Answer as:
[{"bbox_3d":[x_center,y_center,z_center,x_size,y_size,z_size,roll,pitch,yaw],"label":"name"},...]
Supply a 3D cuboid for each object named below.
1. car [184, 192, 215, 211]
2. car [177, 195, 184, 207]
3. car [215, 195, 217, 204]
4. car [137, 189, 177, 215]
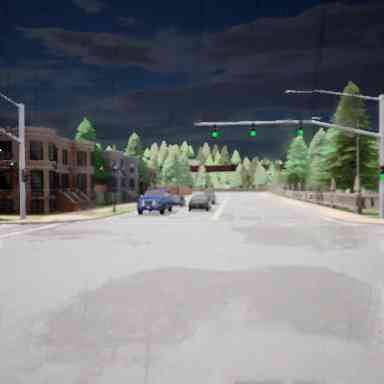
[{"bbox_3d":[0.824,0.981,32.034,1.882,1.535,5.008,0,1,8],"label":"car"},{"bbox_3d":[-1.913,0.991,38.357,1.994,1.385,4.181,0,1,8],"label":"car"},{"bbox_3d":[2.122,0.843,42.118,1.837,1.490,4.892,0,1,8],"label":"car"},{"bbox_3d":[-3.105,0.800,29.031,2.150,2.045,5.566,0,1,8],"label":"car"}]
